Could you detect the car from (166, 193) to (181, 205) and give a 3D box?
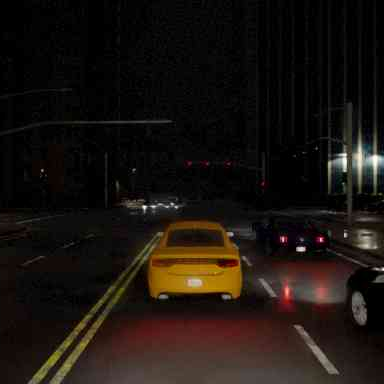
[{"bbox_3d":[-3.398,1.221,59.044,2.150,2.045,5.566,0,0,0],"label":"car"}]

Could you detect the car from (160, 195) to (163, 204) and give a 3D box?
[{"bbox_3d":[-6.846,1.352,65.287,2.097,1.767,4.553,0,0,1],"label":"car"}]

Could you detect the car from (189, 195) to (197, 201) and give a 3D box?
[{"bbox_3d":[0.235,1.367,80.143,1.994,1.385,4.181,0,0,0],"label":"car"}]

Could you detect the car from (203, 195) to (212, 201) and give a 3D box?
[{"bbox_3d":[3.734,1.429,79.593,1.837,1.490,4.892,0,0,0],"label":"car"}]

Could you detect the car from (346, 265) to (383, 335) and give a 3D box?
[{"bbox_3d":[3.612,1.505,3.935,1.837,1.490,4.892,0,0,0],"label":"car"}]

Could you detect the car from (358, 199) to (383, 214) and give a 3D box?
[{"bbox_3d":[20.950,1.491,35.420,4.902,1.511,2.128,0,0,-1],"label":"car"}]

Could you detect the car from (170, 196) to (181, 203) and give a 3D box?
[{"bbox_3d":[-3.307,1.564,68.403,1.994,1.385,4.181,0,0,1],"label":"car"}]

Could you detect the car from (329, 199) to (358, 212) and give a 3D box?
[{"bbox_3d":[19.036,1.547,38.903,5.357,1.411,2.033,0,0,0],"label":"car"}]

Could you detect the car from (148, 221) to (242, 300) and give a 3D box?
[{"bbox_3d":[0.079,1.478,8.448,1.882,1.535,5.008,0,0,1],"label":"car"}]

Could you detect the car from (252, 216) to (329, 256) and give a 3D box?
[{"bbox_3d":[3.620,1.601,13.206,1.895,1.301,4.718,0,0,0],"label":"car"}]

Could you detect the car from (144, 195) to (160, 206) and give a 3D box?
[{"bbox_3d":[-6.922,1.505,56.100,1.837,1.490,4.892,0,0,0],"label":"car"}]
